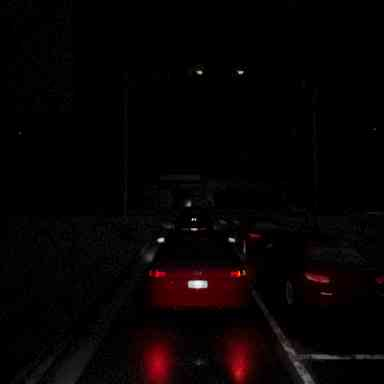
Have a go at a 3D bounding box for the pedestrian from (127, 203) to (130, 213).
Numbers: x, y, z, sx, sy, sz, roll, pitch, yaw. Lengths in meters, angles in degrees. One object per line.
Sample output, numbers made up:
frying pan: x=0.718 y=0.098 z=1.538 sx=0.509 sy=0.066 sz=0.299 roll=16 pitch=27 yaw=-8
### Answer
pedestrian: x=-6.753 y=1.683 z=34.993 sx=0.500 sy=1.100 sz=0.500 roll=0 pitch=-1 yaw=0

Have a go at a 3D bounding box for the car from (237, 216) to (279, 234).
car: x=2.678 y=1.588 z=12.899 sx=1.802 sy=1.307 sz=4.206 roll=1 pitch=0 yaw=0

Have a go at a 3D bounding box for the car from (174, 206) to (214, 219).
car: x=0.094 y=1.514 z=17.736 sx=1.837 sy=1.490 sz=4.892 roll=0 pitch=0 yaw=0

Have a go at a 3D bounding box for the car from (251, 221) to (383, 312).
car: x=2.667 y=1.585 z=7.461 sx=1.802 sy=1.307 sz=4.206 roll=1 pitch=0 yaw=0

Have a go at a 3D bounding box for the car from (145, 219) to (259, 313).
car: x=0.107 y=1.567 z=7.751 sx=1.994 sy=1.385 sz=4.181 roll=0 pitch=0 yaw=0
